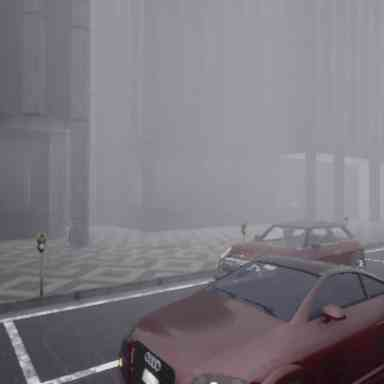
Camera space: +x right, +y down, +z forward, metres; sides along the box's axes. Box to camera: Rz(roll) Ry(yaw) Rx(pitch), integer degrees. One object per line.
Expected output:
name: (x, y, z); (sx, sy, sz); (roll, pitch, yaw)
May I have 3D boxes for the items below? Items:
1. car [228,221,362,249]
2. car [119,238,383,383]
car: (2.614, 1.504, 8.509); (4.097, 1.590, 1.967); (1, -1, -35)
car: (1.239, 1.595, 4.258); (4.181, 1.385, 1.994); (1, 0, -35)
